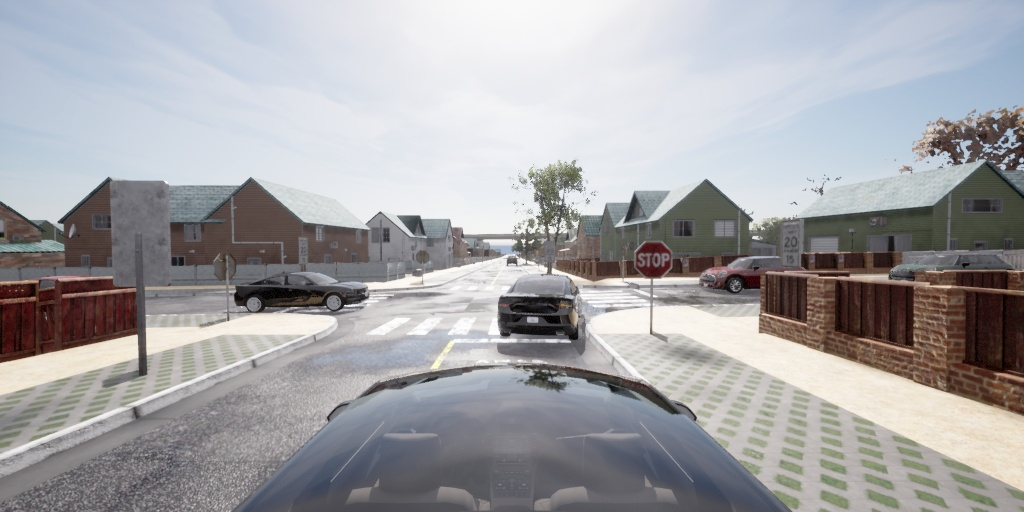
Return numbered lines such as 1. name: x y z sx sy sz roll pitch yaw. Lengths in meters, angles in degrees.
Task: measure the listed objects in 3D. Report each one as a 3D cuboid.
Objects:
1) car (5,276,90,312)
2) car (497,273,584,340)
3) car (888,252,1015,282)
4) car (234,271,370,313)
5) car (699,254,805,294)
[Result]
1. car: -18.017 1.547 14.604 5.008 1.535 1.882 -1 2 0
2. car: 0.960 1.224 10.134 1.882 1.535 5.008 0 0 12
3. car: 21.707 0.646 17.809 4.553 1.767 2.097 -1 2 0
4. car: -8.464 1.377 14.664 5.008 1.535 1.882 -1 2 0
5. car: 11.812 0.821 17.741 4.553 1.767 2.097 -1 2 0
